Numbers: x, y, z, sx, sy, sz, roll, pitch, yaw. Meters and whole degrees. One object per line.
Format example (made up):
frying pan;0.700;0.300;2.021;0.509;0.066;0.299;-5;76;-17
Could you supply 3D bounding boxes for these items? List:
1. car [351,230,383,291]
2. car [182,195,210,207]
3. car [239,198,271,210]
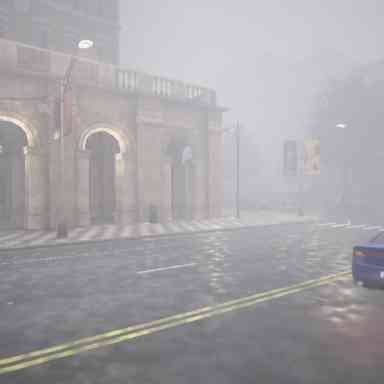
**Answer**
car;5.788;1.476;7.979;5.008;1.535;1.882;0;0;-37
car;0.603;1.347;52.821;2.097;1.767;4.553;0;0;-36
car;7.886;1.499;42.677;1.837;1.490;4.892;0;0;-36
